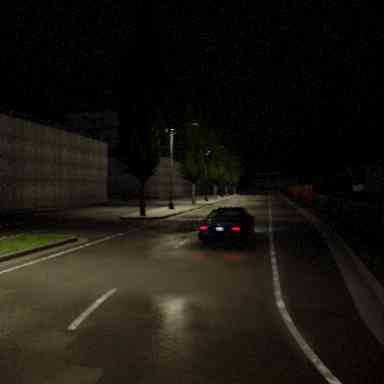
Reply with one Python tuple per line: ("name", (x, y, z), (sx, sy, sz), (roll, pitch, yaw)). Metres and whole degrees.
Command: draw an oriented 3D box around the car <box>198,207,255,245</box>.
("car", (1.639, 1.349, 14.439), (2.033, 1.411, 5.357), (0, 1, 15))
